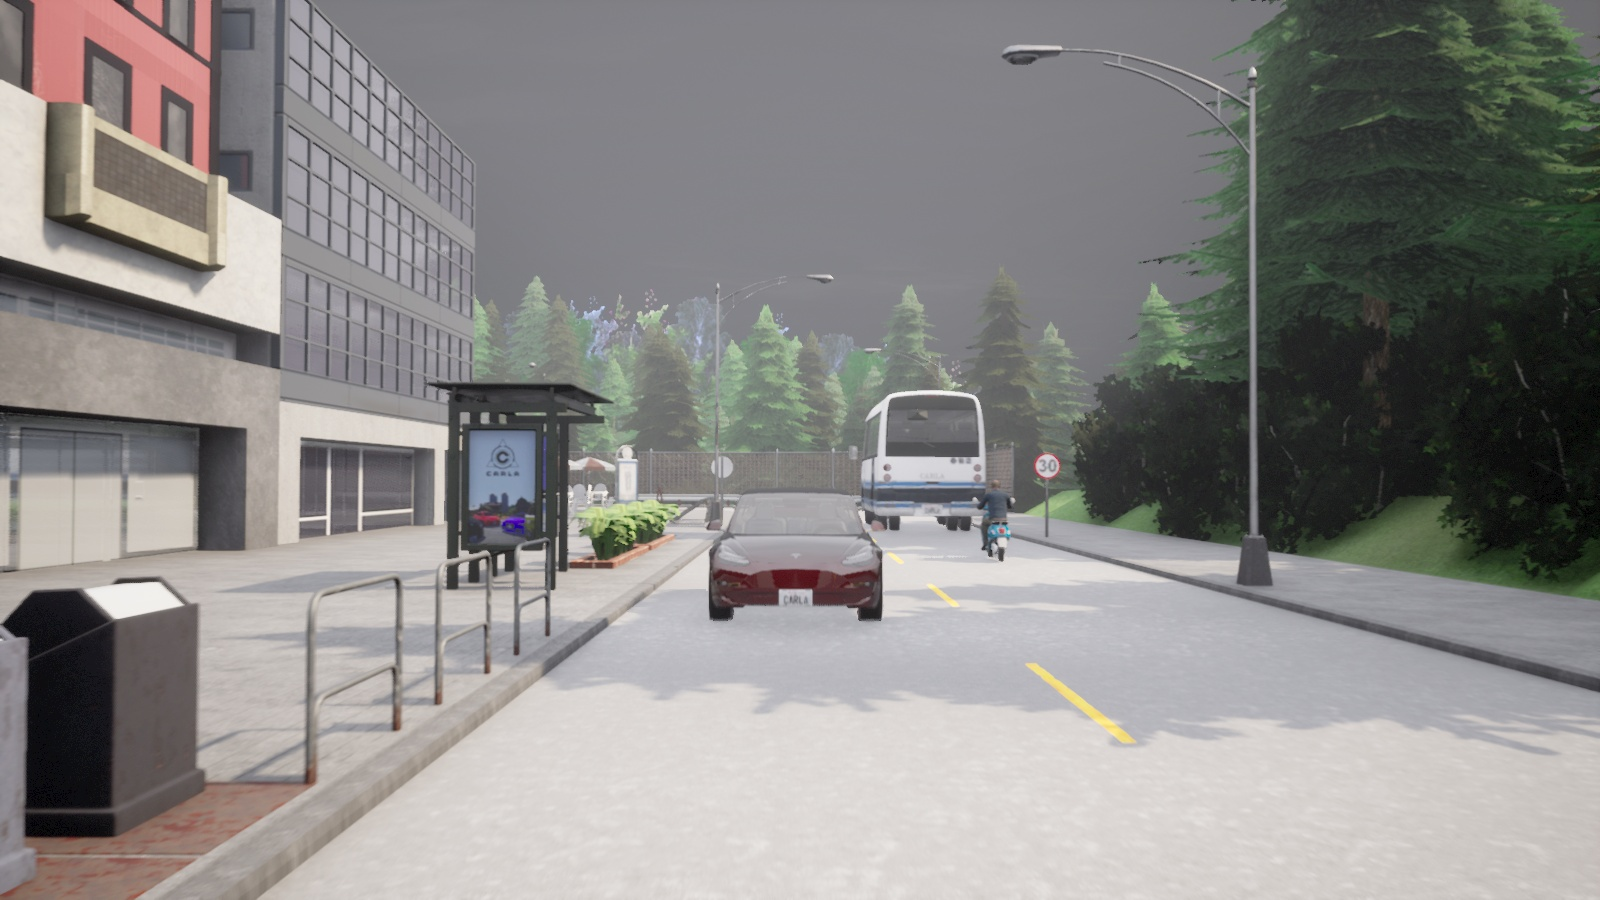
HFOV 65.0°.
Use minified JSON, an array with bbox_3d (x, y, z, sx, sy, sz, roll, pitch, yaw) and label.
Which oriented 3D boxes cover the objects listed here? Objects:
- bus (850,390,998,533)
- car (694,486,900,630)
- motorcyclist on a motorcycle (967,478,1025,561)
[{"bbox_3d":[3.884,0.456,42.538,3.944,4.253,10.273,0,-1,0],"label":"bus"},{"bbox_3d":[-0.041,1.201,15.587,2.163,1.488,4.792,0,-1,0],"label":"car"},{"bbox_3d":[3.934,1.373,25.325,0.866,1.590,1.817,0,-1,0],"label":"motorcyclist on a motorcycle"}]
